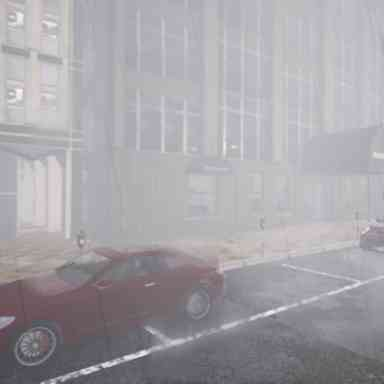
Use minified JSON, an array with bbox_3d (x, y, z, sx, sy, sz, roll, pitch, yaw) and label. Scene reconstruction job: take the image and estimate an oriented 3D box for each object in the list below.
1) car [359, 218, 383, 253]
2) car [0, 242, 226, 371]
[{"bbox_3d":[7.928,1.364,12.189,4.097,1.590,1.967,0,1,-35],"label":"car"},{"bbox_3d":[-1.286,1.570,5.628,4.206,1.307,1.802,0,1,-35],"label":"car"}]
